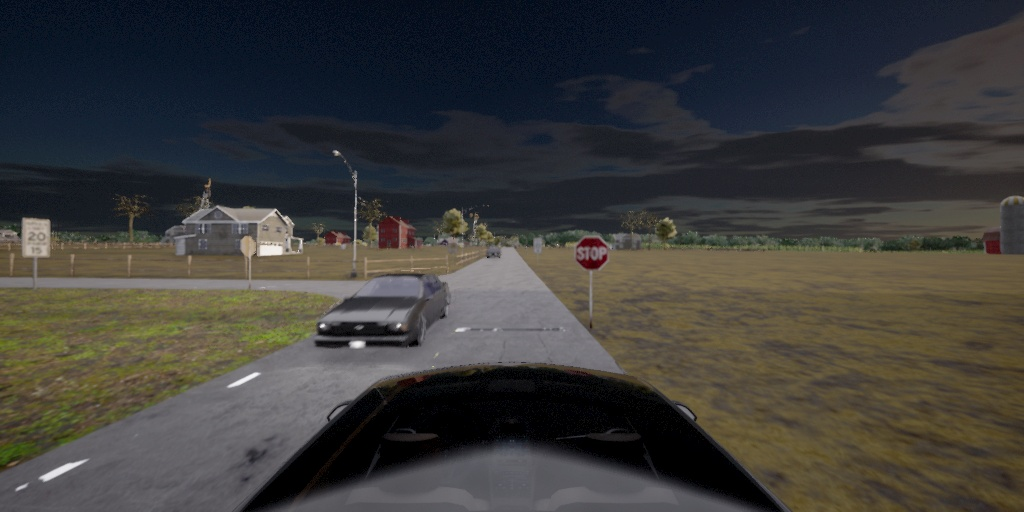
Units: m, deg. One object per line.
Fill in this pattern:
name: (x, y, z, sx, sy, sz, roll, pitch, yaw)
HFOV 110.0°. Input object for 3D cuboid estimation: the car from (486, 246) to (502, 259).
car: (-2.962, -0.483, 57.853, 2.150, 2.045, 5.566, 0, 3, 0)

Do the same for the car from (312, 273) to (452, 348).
car: (-2.769, 1.147, 9.085, 2.033, 1.411, 5.357, 0, 1, 0)
